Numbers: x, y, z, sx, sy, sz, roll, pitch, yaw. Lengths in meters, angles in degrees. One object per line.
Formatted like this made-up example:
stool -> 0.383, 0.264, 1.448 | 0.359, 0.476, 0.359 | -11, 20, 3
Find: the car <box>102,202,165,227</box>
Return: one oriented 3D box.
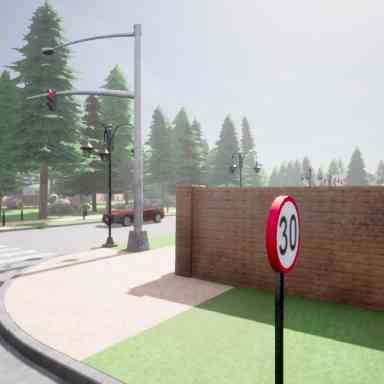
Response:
car -> -3.991, 1.464, 23.142 | 1.882, 1.535, 5.008 | 0, 0, 35
